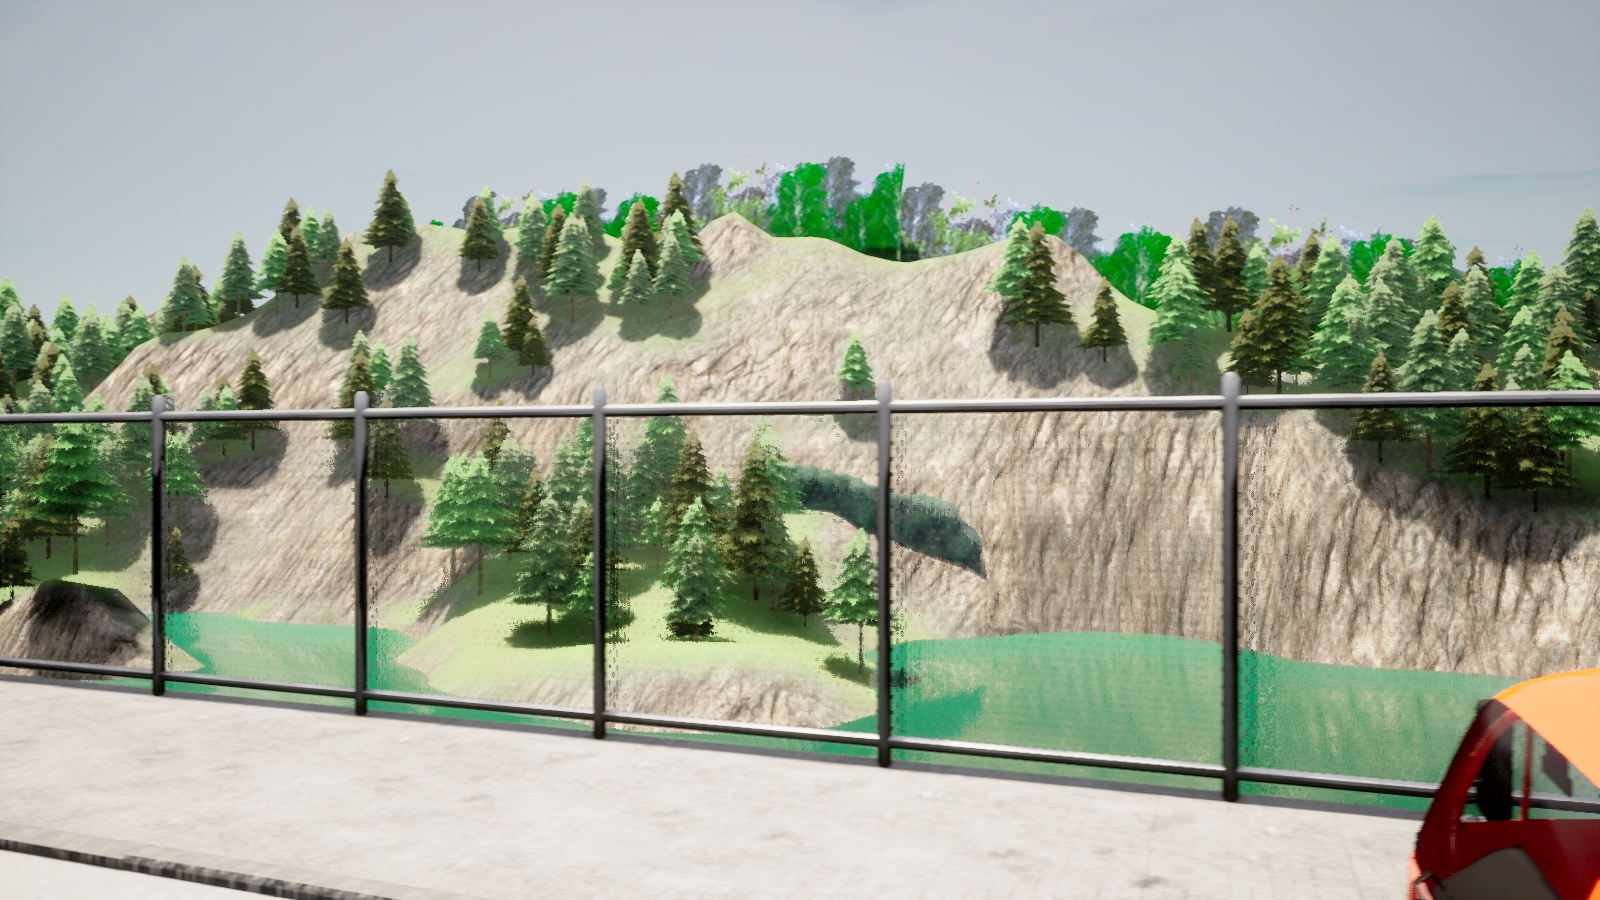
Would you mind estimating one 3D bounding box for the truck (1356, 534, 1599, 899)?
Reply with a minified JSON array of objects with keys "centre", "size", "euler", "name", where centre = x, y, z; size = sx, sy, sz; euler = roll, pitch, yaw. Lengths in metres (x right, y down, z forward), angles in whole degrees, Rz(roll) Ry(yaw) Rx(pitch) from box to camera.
[{"centre":[4.155,1.571,2.317],"size":[5.204,2.467,2.627],"euler":[0,0,20],"name":"truck"}]
